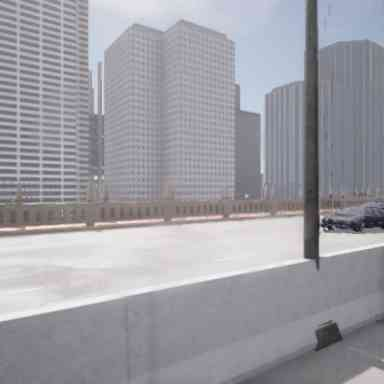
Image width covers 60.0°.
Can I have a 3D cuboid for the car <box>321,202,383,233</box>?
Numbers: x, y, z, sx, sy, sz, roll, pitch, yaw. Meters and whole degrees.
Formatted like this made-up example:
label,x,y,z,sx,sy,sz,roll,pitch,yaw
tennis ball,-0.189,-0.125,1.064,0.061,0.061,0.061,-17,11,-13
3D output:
label,x,y,z,sx,sy,sz,roll,pitch,yaw
car,9.897,1.525,19.646,5.357,1.411,2.033,0,0,-35
